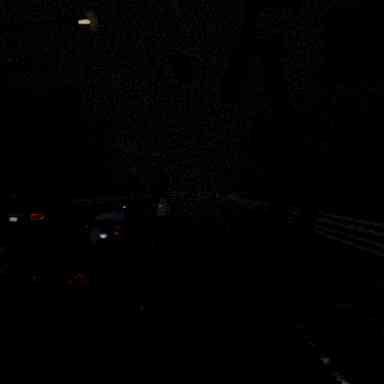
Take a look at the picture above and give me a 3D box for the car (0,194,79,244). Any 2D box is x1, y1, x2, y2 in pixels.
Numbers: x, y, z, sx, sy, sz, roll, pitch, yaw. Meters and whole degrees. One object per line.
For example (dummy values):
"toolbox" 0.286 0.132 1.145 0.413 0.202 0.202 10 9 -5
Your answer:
"car" -6.718 1.107 15.341 2.150 2.045 5.566 0 0 1

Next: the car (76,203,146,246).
"car" -3.231 1.418 14.598 1.812 1.442 4.674 0 0 1

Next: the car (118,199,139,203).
"car" -6.175 1.335 32.402 1.994 1.385 4.181 0 0 2

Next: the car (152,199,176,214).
"car" -2.681 1.338 32.170 1.994 1.385 4.181 0 0 2

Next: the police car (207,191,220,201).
"police car" 4.098 0.989 67.845 1.930 1.638 5.238 0 0 5

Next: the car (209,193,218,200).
"car" 5.043 0.967 77.755 1.801 1.575 5.366 0 0 6
